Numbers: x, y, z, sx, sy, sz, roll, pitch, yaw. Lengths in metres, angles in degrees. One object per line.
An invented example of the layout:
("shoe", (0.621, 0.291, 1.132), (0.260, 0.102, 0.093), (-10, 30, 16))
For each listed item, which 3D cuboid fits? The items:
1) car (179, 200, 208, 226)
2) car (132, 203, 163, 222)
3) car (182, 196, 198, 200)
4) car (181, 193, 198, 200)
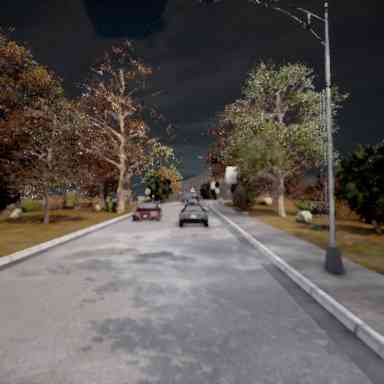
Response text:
("car", (0.103, 1.533, 23.341), (1.994, 1.385, 4.181), (0, 0, 0))
("car", (-3.344, 1.529, 25.743), (1.994, 1.385, 4.181), (0, 0, 0))
("car", (0.113, 1.505, 41.809), (1.994, 1.385, 4.181), (0, 0, 0))
("car", (-0.407, 1.145, 66.472), (2.150, 2.045, 5.566), (-2, 0, 18))
